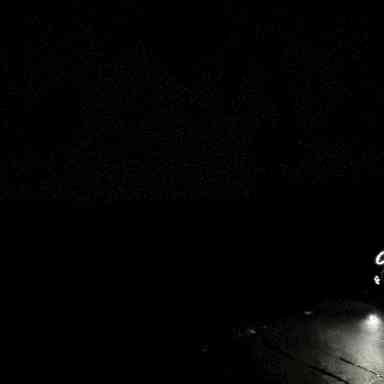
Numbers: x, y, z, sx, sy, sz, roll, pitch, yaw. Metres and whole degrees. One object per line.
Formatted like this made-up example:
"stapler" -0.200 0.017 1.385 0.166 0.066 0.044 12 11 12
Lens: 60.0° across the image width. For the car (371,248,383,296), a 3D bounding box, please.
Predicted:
"car" 5.904 1.335 7.267 4.553 1.767 2.097 0 0 -35
